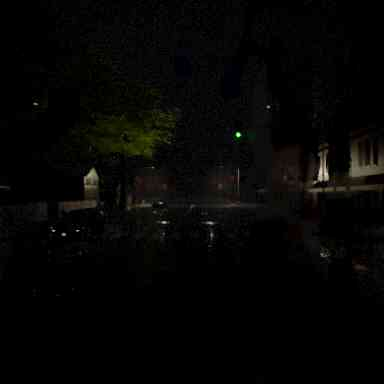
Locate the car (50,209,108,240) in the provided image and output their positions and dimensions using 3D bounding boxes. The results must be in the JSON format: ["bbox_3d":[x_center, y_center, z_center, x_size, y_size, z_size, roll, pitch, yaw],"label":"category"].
[{"bbox_3d":[-5.991,1.719,18.120,1.837,1.490,4.892,0,1,1],"label":"car"}]

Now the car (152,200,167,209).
[{"bbox_3d":[-5.108,2.015,52.953,1.994,1.385,4.181,0,0,1],"label":"car"}]
